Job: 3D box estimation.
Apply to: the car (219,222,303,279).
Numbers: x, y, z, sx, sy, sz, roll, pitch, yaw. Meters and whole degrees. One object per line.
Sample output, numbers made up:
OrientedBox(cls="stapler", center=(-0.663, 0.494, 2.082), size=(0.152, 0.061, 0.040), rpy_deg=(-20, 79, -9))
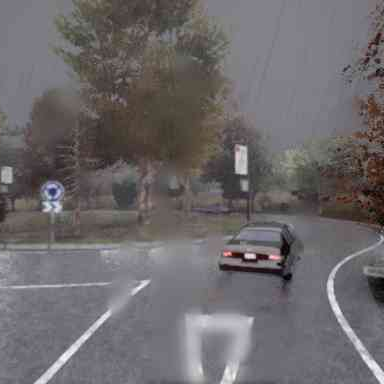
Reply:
OrientedBox(cls="car", center=(2.398, 1.679, 10.595), size=(2.033, 1.411, 5.357), rpy_deg=(0, -1, 22))

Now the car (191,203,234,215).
OrientedBox(cls="car", center=(2.529, 2.123, 41.522), size=(5.357, 1.411, 2.033), rpy_deg=(0, -1, 32))
